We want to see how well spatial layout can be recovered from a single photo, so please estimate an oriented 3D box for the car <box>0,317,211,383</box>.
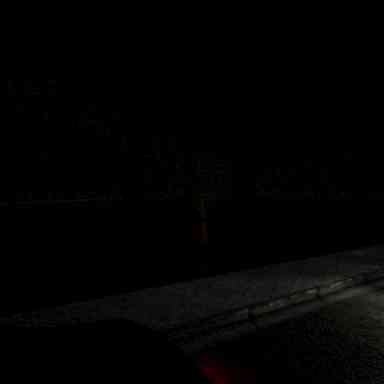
[{"bbox_3d":[-2.287,1.548,1.438,5.357,1.411,2.033,0,0,-35],"label":"car"}]
